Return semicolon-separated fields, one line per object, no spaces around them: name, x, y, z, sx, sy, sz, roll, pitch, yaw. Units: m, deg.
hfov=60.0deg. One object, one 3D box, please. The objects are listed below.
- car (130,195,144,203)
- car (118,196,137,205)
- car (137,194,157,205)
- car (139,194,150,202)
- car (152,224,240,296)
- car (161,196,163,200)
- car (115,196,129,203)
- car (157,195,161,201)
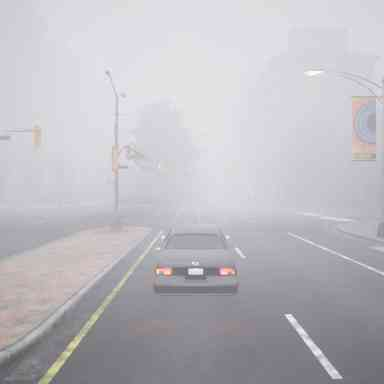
car;-11.395;1.513;69.551;2.128;1.511;4.902;0;0;0
car;-11.478;1.481;59.629;2.128;1.511;4.902;0;0;0
car;-7.983;1.554;58.944;1.994;1.385;4.181;0;0;1
car;-11.379;1.342;79.562;2.097;1.767;4.553;0;0;0
car;0.087;1.546;8.782;2.033;1.411;5.357;0;0;0
car;-7.882;1.487;77.791;1.837;1.490;4.892;0;0;0
car;-14.644;1.583;69.433;1.895;1.301;4.718;0;0;0
car;-7.916;1.514;67.462;1.812;1.442;4.674;0;0;1
